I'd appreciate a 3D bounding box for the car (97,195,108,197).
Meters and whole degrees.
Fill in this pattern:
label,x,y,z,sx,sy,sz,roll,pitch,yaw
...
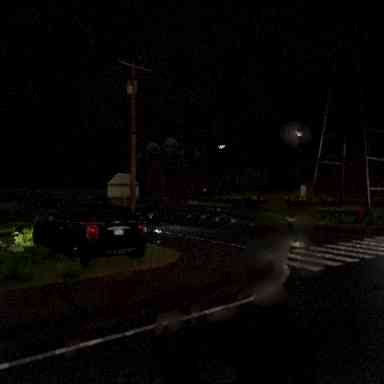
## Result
label,x,y,z,sx,sy,sz,roll,pitch,yaw
car,-10.714,1.315,46.541,3.866,1.878,1.905,0,0,-36

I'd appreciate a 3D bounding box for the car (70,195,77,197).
label,x,y,z,sx,sy,sz,roll,pitch,yaw
car,-25.043,1.482,66.050,4.611,1.667,2.242,0,0,-36

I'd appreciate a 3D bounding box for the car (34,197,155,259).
label,x,y,z,sx,sy,sz,roll,pitch,yaw
car,-3.522,1.160,10.978,2.097,1.767,4.553,1,0,-44

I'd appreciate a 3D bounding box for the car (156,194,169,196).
label,x,y,z,sx,sy,sz,roll,pitch,yaw
car,-6.064,1.314,62.600,4.605,1.855,1.932,0,0,-36

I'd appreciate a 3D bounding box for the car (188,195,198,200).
label,x,y,z,sx,sy,sz,roll,pitch,yaw
car,0.282,1.506,92.135,1.837,1.490,4.892,0,0,-36

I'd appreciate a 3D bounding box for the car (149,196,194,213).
label,x,y,z,sx,sy,sz,roll,pitch,yaw
car,-2.275,1.508,36.011,4.193,1.474,1.816,0,0,-36

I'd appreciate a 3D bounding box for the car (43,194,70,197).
label,x,y,z,sx,sy,sz,roll,pitch,yaw
car,-18.470,1.224,44.208,2.150,2.045,5.566,0,0,-36

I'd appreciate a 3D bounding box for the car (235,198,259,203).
label,x,y,z,sx,sy,sz,roll,pitch,yaw
car,7.388,1.524,44.589,3.905,1.438,1.784,0,0,-36

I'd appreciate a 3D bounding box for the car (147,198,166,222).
label,x,y,z,sx,sy,sz,roll,pitch,yaw
car,-4.317,1.493,25.068,2.128,1.511,4.902,0,0,-37
